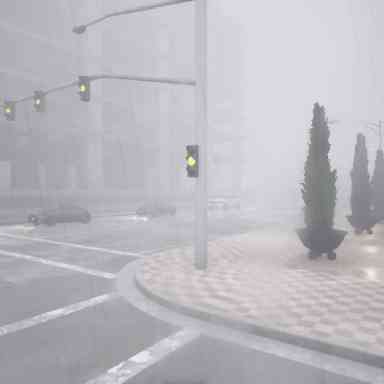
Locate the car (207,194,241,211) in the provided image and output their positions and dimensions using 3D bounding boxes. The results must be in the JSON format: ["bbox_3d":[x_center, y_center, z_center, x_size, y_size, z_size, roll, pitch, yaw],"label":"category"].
[{"bbox_3d":[4.132,1.222,41.596,2.150,2.045,5.566,0,0,35],"label":"car"}]

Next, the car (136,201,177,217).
[{"bbox_3d":[-3.310,1.564,31.331,1.994,1.385,4.181,0,0,36],"label":"car"}]

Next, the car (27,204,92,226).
[{"bbox_3d":[-9.162,1.564,23.249,1.994,1.385,4.181,0,0,36],"label":"car"}]
